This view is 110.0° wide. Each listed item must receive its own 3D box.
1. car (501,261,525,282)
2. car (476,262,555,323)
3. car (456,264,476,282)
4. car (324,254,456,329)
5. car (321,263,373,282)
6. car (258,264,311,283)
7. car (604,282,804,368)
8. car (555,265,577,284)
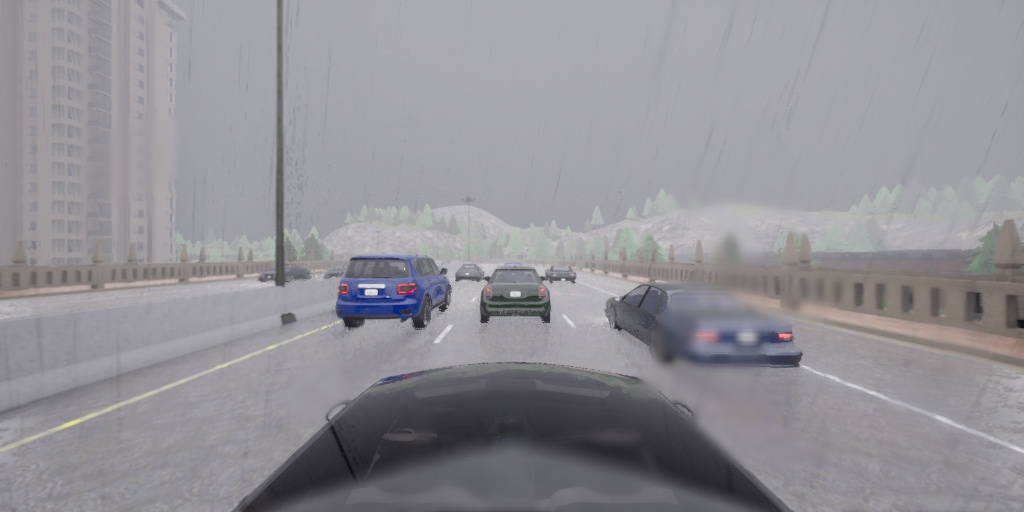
[{"bbox_3d":[0.100,1.256,30.292,1.882,1.535,5.008,0,0,0],"label":"car"},{"bbox_3d":[0.100,1.105,12.316,2.097,1.767,4.553,0,0,0],"label":"car"},{"bbox_3d":[-3.400,1.340,29.273,1.994,1.385,4.181,0,0,0],"label":"car"},{"bbox_3d":[-3.400,0.973,11.350,2.150,2.045,5.566,0,0,0],"label":"car"},{"bbox_3d":[-14.097,1.327,31.026,2.033,1.411,5.357,0,0,0],"label":"car"},{"bbox_3d":[-17.597,1.337,27.954,1.994,1.385,4.181,0,0,0],"label":"car"},{"bbox_3d":[3.594,1.298,7.999,2.033,1.411,5.357,0,0,0],"label":"car"},{"bbox_3d":[3.600,1.373,27.373,1.895,1.301,4.718,0,0,0],"label":"car"}]
